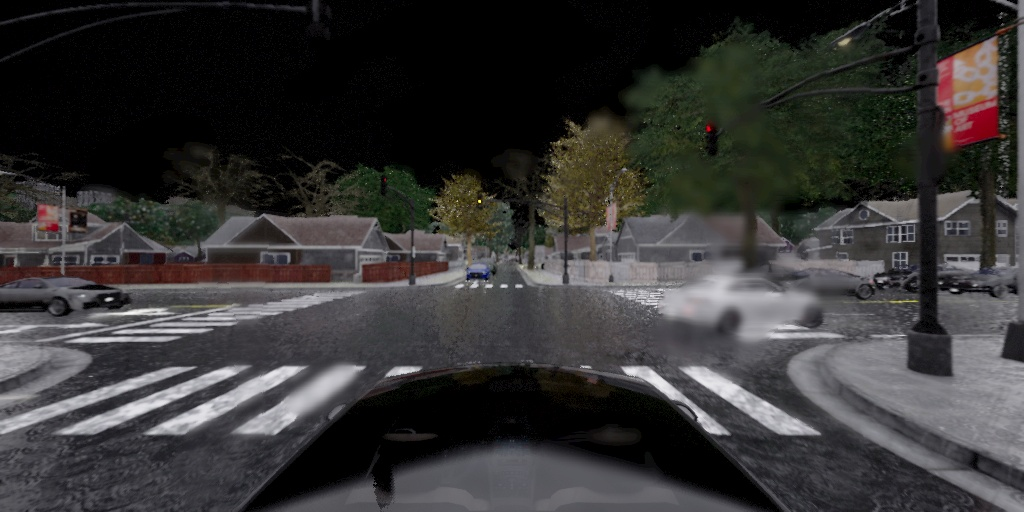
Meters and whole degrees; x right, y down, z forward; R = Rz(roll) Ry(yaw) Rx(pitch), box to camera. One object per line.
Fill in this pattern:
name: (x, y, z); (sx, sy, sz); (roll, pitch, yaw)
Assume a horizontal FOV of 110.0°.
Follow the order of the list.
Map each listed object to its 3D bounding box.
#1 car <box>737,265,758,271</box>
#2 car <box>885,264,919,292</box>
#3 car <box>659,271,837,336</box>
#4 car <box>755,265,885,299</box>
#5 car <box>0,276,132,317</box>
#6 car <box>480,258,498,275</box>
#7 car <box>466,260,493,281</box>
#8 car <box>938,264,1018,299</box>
car: (13.988, 1.254, 20.308); (4.892, 1.490, 1.837); (0, 0, 1)
car: (23.319, 1.185, 20.309); (4.902, 1.511, 2.128); (0, 0, 0)
car: (6.408, 1.272, 10.118); (4.674, 1.442, 1.812); (0, -1, -17)
car: (14.490, 1.295, 17.066); (4.181, 1.385, 1.994); (0, 0, 0)
car: (-17.299, 1.479, 13.651); (4.181, 1.385, 1.994); (0, 0, 0)
car: (-3.017, 1.222, 43.388); (2.150, 2.045, 5.566); (0, 0, 0)
car: (-3.060, 1.414, 33.149); (1.882, 1.535, 5.008); (0, 0, 0)
car: (23.728, 1.223, 17.057); (5.357, 1.411, 2.033); (0, 0, 1)
